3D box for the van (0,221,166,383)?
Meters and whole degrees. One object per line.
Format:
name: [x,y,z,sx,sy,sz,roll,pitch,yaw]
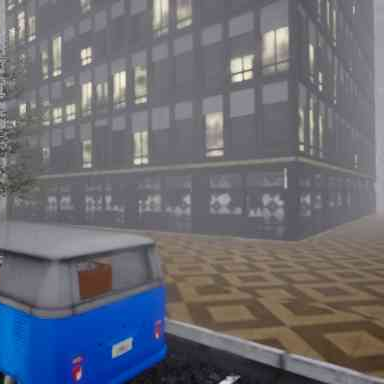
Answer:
van: [-2.215,1.354,4.476,3.998,1.788,1.690,0,-1,36]
